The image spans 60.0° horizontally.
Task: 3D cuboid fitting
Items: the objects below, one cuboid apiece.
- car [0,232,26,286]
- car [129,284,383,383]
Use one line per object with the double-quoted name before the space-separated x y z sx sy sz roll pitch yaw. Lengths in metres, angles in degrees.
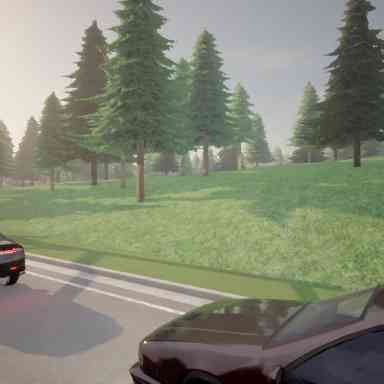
"car" -6.015 1.492 8.174 4.902 1.511 2.128 0 0 36
"car" 1.975 1.547 2.583 5.357 1.411 2.033 0 0 35
